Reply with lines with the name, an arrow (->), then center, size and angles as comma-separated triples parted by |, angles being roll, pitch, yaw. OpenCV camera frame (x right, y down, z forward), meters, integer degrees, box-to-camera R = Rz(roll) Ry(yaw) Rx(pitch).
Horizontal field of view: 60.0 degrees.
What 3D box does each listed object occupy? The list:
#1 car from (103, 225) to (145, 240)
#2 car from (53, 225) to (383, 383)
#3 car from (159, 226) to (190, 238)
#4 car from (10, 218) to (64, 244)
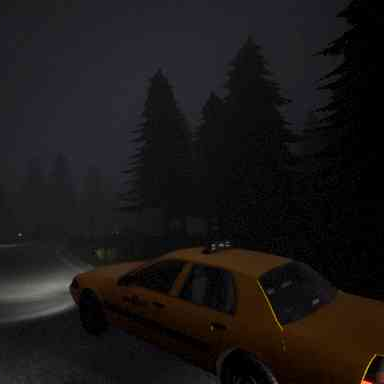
car -> -7.439, 4.510, 36.939 | 2.033, 1.411, 5.357 | -4, -8, 20
car -> 0.153, 1.440, 4.725 | 5.366, 1.575, 1.801 | 0, 1, 43
car -> -2.325, 5.543, 46.250 | 1.882, 1.535, 5.008 | -5, -8, 30
car -> -12.760, 3.221, 28.059 | 2.150, 2.045, 5.566 | -4, -7, 7
